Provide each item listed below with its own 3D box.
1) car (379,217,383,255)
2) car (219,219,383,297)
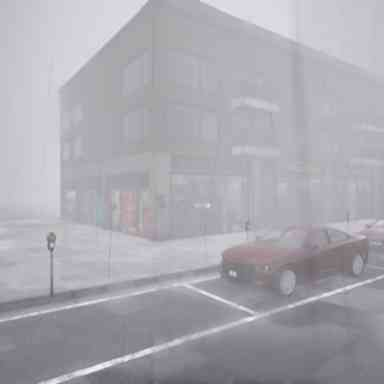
[{"bbox_3d":[7.211,1.507,11.665,4.206,1.307,1.802,0,0,-35],"label":"car"},{"bbox_3d":[2.711,1.503,8.460,4.507,1.381,1.887,0,0,-35],"label":"car"}]
